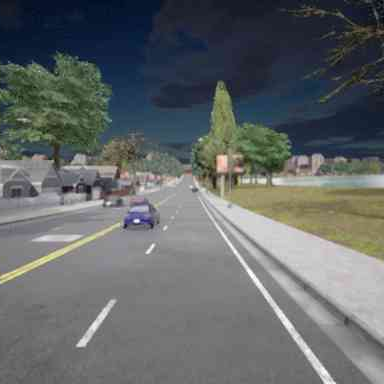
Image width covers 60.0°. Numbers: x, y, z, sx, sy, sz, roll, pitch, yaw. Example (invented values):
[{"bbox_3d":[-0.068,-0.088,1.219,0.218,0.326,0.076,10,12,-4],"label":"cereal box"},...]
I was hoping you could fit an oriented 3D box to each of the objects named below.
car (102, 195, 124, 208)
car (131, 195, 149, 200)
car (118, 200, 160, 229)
[{"bbox_3d":[-9.834,1.178,41.692,2.128,1.511,4.902,0,1,0],"label":"car"},{"bbox_3d":[-6.586,1.161,41.866,1.882,1.535,5.008,0,1,0],"label":"car"},{"bbox_3d":[-3.150,1.467,21.283,1.812,1.442,4.674,0,0,0],"label":"car"}]
